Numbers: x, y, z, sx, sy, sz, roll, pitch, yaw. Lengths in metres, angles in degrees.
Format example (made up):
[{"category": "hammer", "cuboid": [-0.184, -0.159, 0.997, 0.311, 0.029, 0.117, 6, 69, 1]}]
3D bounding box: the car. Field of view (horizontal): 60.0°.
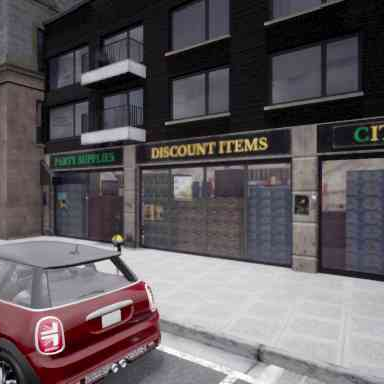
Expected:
[{"category": "car", "cuboid": [-2.477, 1.440, 4.848, 4.097, 1.590, 1.967, 0, 0, 36]}]
